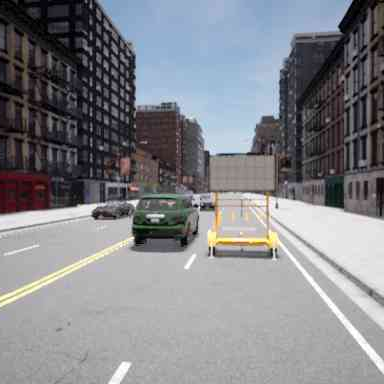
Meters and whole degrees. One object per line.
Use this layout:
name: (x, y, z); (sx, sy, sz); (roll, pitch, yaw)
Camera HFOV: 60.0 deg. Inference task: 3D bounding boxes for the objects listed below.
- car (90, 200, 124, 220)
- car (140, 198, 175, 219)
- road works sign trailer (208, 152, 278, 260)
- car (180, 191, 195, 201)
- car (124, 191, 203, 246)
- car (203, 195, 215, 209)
car: (-6.224, 1.369, 26.668); (2.033, 1.411, 5.357); (0, 0, 7)
car: (-2.775, 1.290, 27.970); (1.882, 1.535, 5.008); (0, 0, 7)
road works sign trailer: (1.812, 0.381, 12.105); (2.380, 3.560, 2.880); (0, 0, 7)
car: (-0.872, 0.778, 67.031); (2.150, 2.045, 5.566); (0, 0, 8)
car: (-1.000, 1.120, 14.890); (2.150, 2.045, 5.566); (0, 0, 7)
car: (1.958, 1.348, 37.579); (1.895, 1.301, 4.718); (0, 0, 7)
